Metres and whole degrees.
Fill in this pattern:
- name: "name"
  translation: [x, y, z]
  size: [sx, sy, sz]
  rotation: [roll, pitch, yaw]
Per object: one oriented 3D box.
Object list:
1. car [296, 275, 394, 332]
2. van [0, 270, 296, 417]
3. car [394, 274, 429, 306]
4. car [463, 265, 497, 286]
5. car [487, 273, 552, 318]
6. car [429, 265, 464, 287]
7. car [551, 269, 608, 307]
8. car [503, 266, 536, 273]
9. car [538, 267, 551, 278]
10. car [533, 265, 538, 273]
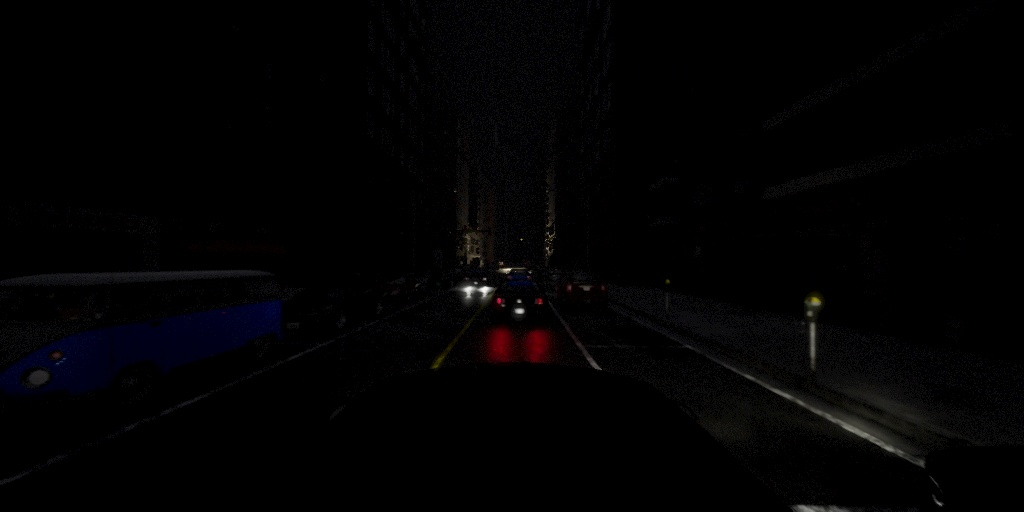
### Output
- name: "car"
  translation: [-5.525, 1.425, 11.307]
  size: [1.948, 1.339, 4.313]
  rotation: [0, 0, 1]
- name: "van"
  translation: [-5.626, 1.126, 5.807]
  size: [1.690, 1.789, 3.998]
  rotation: [0, 0, 1]
- name: "car"
  translation: [-5.424, 1.516, 16.807]
  size: [1.802, 1.307, 4.207]
  rotation: [0, 0, 1]
- name: "car"
  translation: [-2.607, 1.659, 29.178]
  size: [2.033, 1.411, 5.357]
  rotation: [0, -1, 1]
- name: "car"
  translation: [0.294, 1.513, 13.727]
  size: [1.895, 1.301, 4.718]
  rotation: [0, -1, 1]
- name: "car"
  translation: [-5.222, 1.650, 27.807]
  size: [1.948, 1.339, 4.313]
  rotation: [0, 0, 1]
- name: "car"
  translation: [3.100, 1.401, 16.650]
  size: [1.967, 1.591, 4.097]
  rotation: [0, 0, 1]
- name: "car"
  translation: [0.540, 1.662, 27.373]
  size: [1.994, 1.385, 4.181]
  rotation: [0, -1, 1]
- name: "car"
  translation: [3.301, 1.662, 27.650]
  size: [2.007, 1.370, 4.403]
  rotation: [0, 0, 1]
- name: "car"
  translation: [3.503, 1.828, 38.650]
  size: [1.948, 1.339, 4.313]
  rotation: [0, 0, 1]
